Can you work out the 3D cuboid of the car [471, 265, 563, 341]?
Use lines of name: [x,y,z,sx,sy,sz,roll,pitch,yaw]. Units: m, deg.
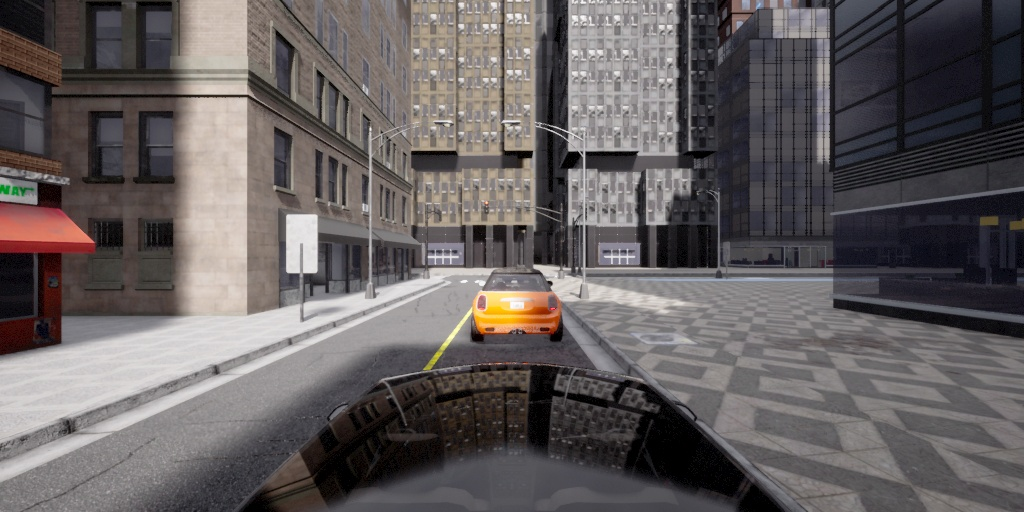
car: [0.106,1.102,10.003,2.097,1.767,4.553,0,0,0]
